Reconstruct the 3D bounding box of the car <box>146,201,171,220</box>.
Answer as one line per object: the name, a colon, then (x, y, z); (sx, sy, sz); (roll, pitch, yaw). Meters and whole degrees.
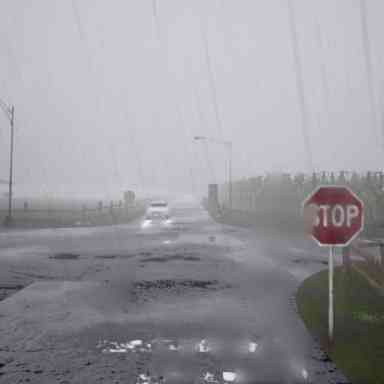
car: (-2.812, 1.547, 28.651); (1.812, 1.442, 4.674); (0, 0, 0)
